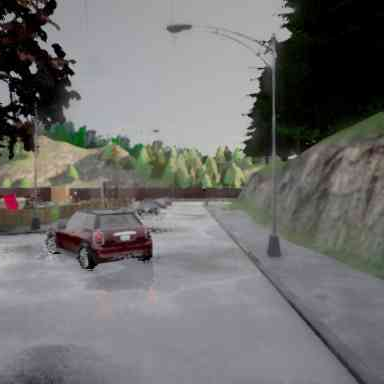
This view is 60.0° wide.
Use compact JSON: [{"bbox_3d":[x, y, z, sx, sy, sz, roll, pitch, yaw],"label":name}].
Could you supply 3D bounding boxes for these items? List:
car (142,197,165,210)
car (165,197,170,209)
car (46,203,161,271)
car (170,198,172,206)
[{"bbox_3d":[-4.220,1.480,33.286,2.128,1.511,4.902,0,0,0],"label":"car"},{"bbox_3d":[-4.235,1.511,43.316,1.812,1.442,4.674,0,0,0],"label":"car"},{"bbox_3d":[-3.280,1.348,11.316,2.097,1.767,4.553,-1,0,-39],"label":"car"},{"bbox_3d":[-4.199,1.530,53.696,2.033,1.411,5.357,0,0,0],"label":"car"}]
